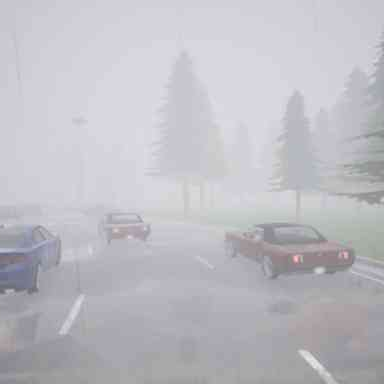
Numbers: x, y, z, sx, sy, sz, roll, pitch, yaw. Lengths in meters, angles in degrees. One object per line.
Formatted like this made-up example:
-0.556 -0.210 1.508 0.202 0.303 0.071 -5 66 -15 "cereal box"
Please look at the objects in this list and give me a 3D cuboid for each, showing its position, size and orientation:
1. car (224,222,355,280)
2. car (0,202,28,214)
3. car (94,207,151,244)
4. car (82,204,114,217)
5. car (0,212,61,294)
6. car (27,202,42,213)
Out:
2.486 1.557 9.941 1.895 1.301 4.718 -1 0 -13 "car"
-16.718 1.830 29.467 2.033 1.411 5.357 -1 0 -44 "car"
-3.496 1.658 16.388 1.895 1.301 4.718 -1 0 -22 "car"
-8.531 1.742 30.992 1.895 1.301 4.718 -1 0 -42 "car"
-4.755 1.558 8.852 1.882 1.535 5.008 0 0 -13 "car"
-17.469 1.820 35.201 1.812 1.442 4.674 -1 0 -43 "car"
